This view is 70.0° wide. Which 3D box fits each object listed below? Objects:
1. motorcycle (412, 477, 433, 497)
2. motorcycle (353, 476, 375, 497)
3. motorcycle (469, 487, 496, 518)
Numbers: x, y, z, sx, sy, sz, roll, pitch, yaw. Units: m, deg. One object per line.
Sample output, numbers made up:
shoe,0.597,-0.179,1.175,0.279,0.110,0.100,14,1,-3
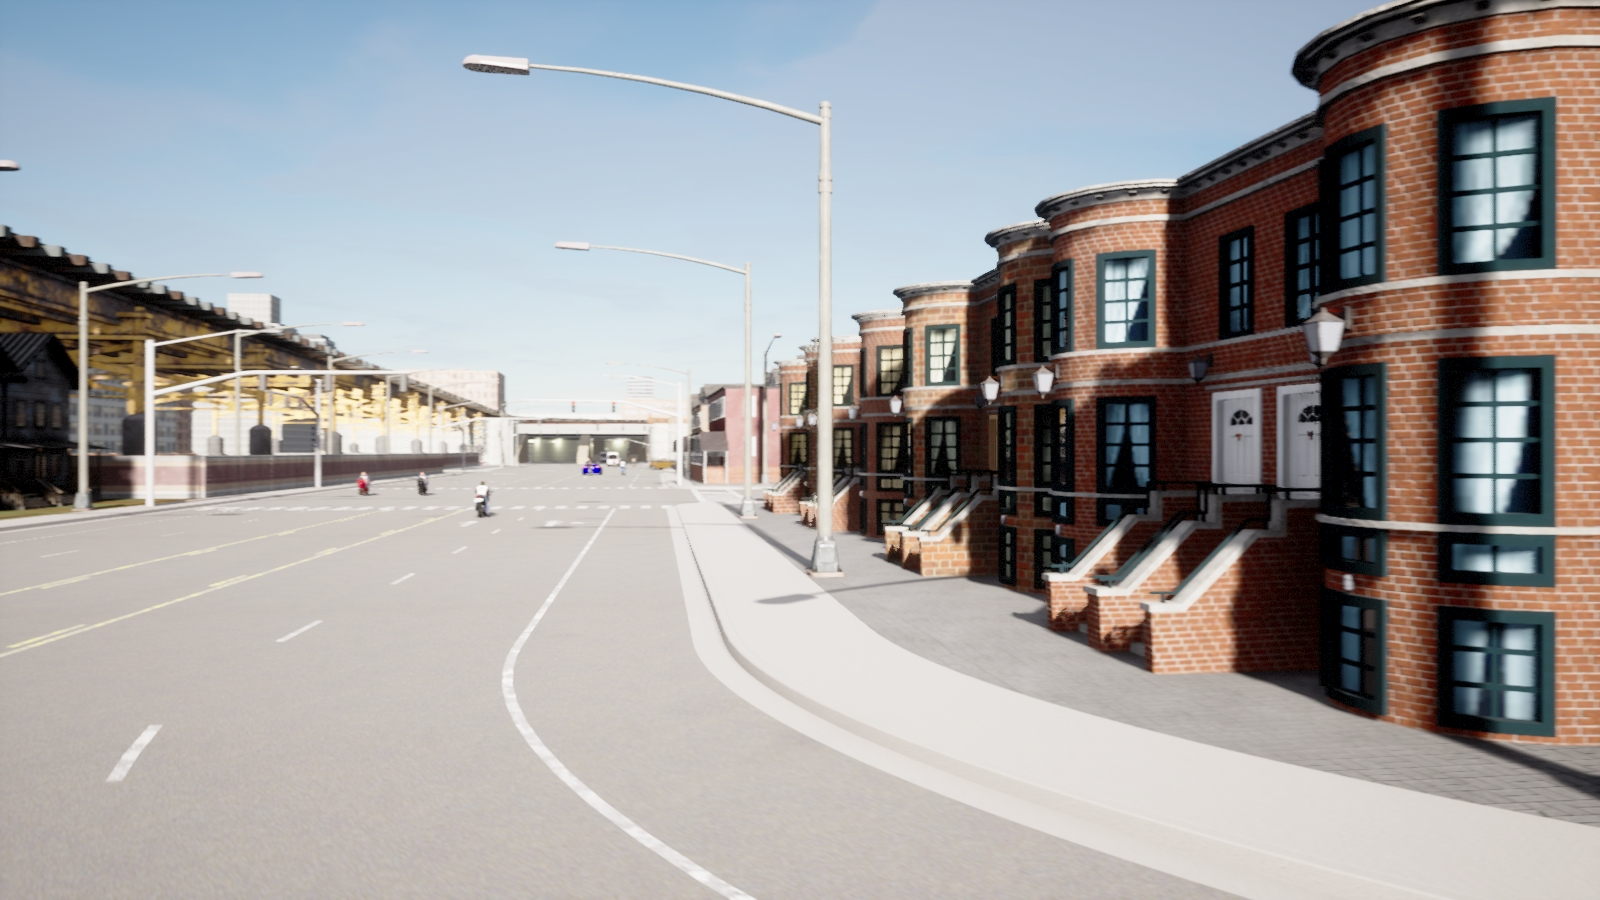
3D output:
motorcycle,-23.264,2.254,70.432,0.803,1.145,2.033,0,0,-7
motorcycle,-26.744,2.212,70.054,0.803,1.224,2.033,0,0,-7
motorcycle,-13.374,2.203,48.115,0.803,1.224,2.033,0,0,-7
